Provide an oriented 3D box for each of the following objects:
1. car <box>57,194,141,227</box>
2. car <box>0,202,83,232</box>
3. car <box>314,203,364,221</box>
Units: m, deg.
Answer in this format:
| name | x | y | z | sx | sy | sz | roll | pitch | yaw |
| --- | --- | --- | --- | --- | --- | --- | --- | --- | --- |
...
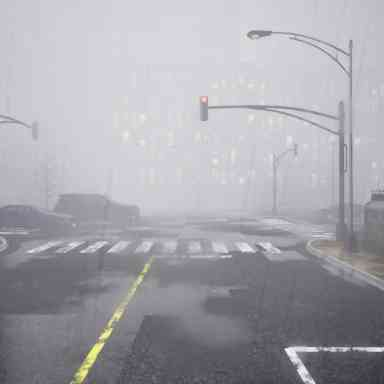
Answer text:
| name | x | y | z | sx | sy | sz | roll | pitch | yaw |
| --- | --- | --- | --- | --- | --- | --- | --- | --- | --- |
| car | -6.222 | 1.160 | 22.007 | 5.566 | 2.045 | 2.150 | 0 | 0 | -1 |
| car | -9.317 | 1.439 | 18.702 | 5.357 | 1.411 | 2.033 | 1 | 0 | -1 |
| car | 13.163 | 1.694 | 29.036 | 4.892 | 1.490 | 1.837 | 1 | 0 | -1 |
